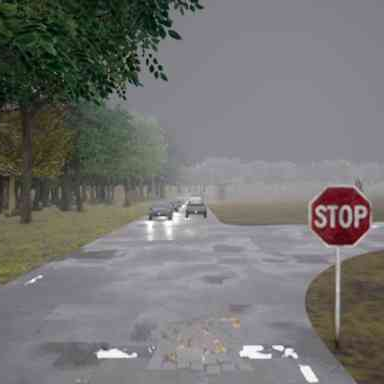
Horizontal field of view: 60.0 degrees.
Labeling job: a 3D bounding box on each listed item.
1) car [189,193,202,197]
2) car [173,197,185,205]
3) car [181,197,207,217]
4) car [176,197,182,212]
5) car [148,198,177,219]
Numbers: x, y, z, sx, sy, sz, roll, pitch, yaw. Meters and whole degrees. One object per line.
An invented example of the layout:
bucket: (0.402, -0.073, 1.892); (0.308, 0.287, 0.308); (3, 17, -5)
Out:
car: (0.634, 1.262, 60.847); (2.150, 2.045, 5.566); (0, 0, 0)
car: (-2.275, 1.566, 59.439); (1.812, 1.442, 4.674); (0, 0, 1)
car: (0.383, 1.499, 30.956); (2.128, 1.511, 4.902); (0, 0, 1)
car: (-2.485, 1.616, 38.753); (1.895, 1.301, 4.718); (0, 0, 1)
car: (-2.579, 1.511, 28.673); (1.837, 1.490, 4.892); (0, 0, 0)
